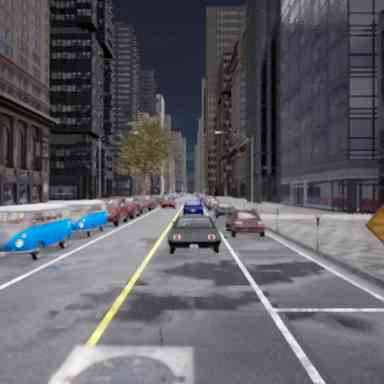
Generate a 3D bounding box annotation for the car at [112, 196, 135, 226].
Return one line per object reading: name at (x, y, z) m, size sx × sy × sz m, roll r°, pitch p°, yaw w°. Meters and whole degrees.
car at (-5.748, 1.325, 23.448) m, size 2.192 × 1.841 × 5.009 m, roll 0°, pitch 0°, yaw 0°

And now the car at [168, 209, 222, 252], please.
car at (0.091, 1.606, 13.832) m, size 1.895 × 1.301 × 4.718 m, roll 0°, pitch 0°, yaw 0°

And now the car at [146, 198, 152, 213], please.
car at (-5.740, 1.581, 34.802) m, size 1.947 × 1.339 × 4.313 m, roll 0°, pitch 0°, yaw 0°

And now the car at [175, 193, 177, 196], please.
car at (-5.706, 1.373, 85.899) m, size 2.192 × 1.841 × 5.009 m, roll 0°, pitch 0°, yaw 0°

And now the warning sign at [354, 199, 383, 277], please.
warning sign at (5.073, 1.119, 8.566) m, size 1.300 × 1.860 × 1.060 m, roll 0°, pitch 0°, yaw 0°

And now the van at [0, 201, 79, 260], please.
van at (-5.756, 1.346, 12.092) m, size 1.690 × 1.788 × 3.998 m, roll 0°, pitch 0°, yaw 0°

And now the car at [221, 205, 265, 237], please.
car at (2.773, 1.589, 17.771) m, size 1.802 × 1.307 × 4.206 m, roll 0°, pitch 0°, yaw 0°

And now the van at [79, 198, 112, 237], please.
van at (-5.752, 1.348, 17.770) m, size 1.690 × 1.788 × 3.998 m, roll 0°, pitch 0°, yaw 0°

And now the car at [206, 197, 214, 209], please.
car at (2.788, 1.600, 40.481) m, size 1.802 × 1.307 × 4.206 m, roll 0°, pitch 0°, yaw 0°

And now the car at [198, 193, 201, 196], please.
car at (2.811, 1.597, 74.546) m, size 2.008 × 1.369 × 4.403 m, roll 0°, pitch 0°, yaw 0°

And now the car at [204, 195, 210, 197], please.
car at (2.792, 1.547, 46.329) m, size 1.752 × 1.417 × 4.829 m, roll 0°, pitch 0°, yaw 0°

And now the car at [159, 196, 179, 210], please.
car at (-3.063, 1.621, 44.258) m, size 1.895 × 1.301 × 4.718 m, roll 0°, pitch 0°, yaw 0°

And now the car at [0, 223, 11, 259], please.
car at (-5.760, 1.553, 6.415) m, size 2.008 × 1.369 × 4.403 m, roll 0°, pitch 0°, yaw 0°

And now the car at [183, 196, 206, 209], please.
car at (0.110, 1.491, 32.037) m, size 1.882 × 1.535 × 5.008 m, roll 0°, pitch 0°, yaw 0°

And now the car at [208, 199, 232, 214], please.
car at (2.781, 1.563, 29.126) m, size 2.008 × 1.369 × 4.403 m, roll 0°, pitch 0°, yaw 0°

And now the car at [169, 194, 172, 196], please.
car at (-5.718, 1.566, 68.696) m, size 1.752 × 1.417 × 4.829 m, roll 0°, pitch 0°, yaw 0°

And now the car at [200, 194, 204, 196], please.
car at (2.800, 1.470, 57.514) m, size 1.967 × 1.590 × 4.097 m, roll 0°, pitch 0°, yaw 0°

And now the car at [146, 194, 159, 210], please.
car at (-5.737, 1.333, 40.479) m, size 2.192 × 1.841 × 5.009 m, roll 0°, pitch 0°, yaw 0°

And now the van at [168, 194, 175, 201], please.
van at (-5.702, 1.406, 91.576) m, size 1.690 × 1.788 × 3.998 m, roll 0°, pitch 0°, yaw 0°

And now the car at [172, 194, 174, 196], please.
car at (-5.714, 1.628, 74.544) m, size 1.802 × 1.307 × 4.206 m, roll 0°, pitch 0°, yaw 0°

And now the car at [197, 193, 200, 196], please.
car at (2.815, 1.493, 80.224) m, size 1.967 × 1.590 × 4.097 m, roll 0°, pitch 0°, yaw 0°

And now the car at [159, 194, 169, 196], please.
car at (-5.725, 1.345, 57.511) m, size 2.192 × 1.841 × 5.009 m, roll 0°, pitch 0°, yaw 0°

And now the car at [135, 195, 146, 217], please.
car at (-5.745, 1.327, 29.125) m, size 2.192 × 1.841 × 5.009 m, roll 0°, pitch 0°, yaw 0°
